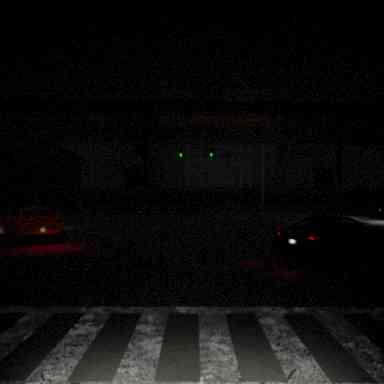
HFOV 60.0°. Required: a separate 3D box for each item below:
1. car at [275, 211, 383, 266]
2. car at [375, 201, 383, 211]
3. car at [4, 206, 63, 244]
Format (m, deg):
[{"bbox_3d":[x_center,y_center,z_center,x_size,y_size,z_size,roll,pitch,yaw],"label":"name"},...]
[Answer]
[{"bbox_3d":[4.844,1.500,11.373,4.181,1.385,1.994,0,0,-31],"label":"car"},{"bbox_3d":[17.850,1.073,26.690,5.566,2.045,2.150,0,0,0],"label":"car"},{"bbox_3d":[-7.505,1.391,15.620,1.882,1.535,5.008,1,0,-35],"label":"car"}]
